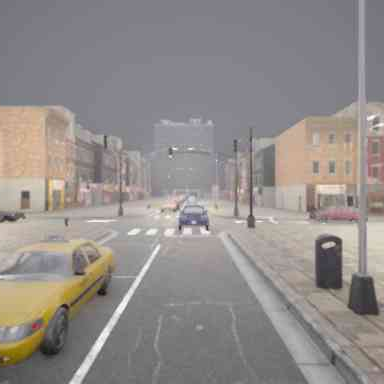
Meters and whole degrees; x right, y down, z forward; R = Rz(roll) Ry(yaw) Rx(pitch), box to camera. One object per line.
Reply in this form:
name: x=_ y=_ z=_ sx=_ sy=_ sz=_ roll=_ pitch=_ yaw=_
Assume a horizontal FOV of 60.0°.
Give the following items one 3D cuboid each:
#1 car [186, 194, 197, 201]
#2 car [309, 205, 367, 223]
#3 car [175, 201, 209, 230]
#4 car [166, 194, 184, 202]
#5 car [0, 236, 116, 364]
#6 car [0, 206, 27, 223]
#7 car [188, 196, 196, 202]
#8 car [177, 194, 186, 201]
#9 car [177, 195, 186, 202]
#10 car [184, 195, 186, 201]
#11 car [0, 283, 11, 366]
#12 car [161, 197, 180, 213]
car: x=0.009 y=1.655 z=68.919 sx=1.812 sy=1.442 sz=4.674 roll=0 pitch=0 yaw=0
car: x=11.577 y=1.734 z=26.476 sx=4.181 sy=1.385 sz=1.994 roll=1 pitch=0 yaw=1
car: x=0.104 y=1.547 z=21.125 sx=1.812 sy=1.442 sz=4.674 roll=0 pitch=0 yaw=0
car: x=-2.628 y=1.375 z=43.687 sx=2.192 sy=1.841 sz=5.009 roll=0 pitch=0 yaw=0
car: x=-2.632 y=1.529 z=6.116 sx=1.752 sy=1.417 sz=4.829 roll=0 pitch=0 yaw=0
car: x=-14.649 y=1.466 z=23.408 sx=5.357 sy=1.411 sz=2.033 roll=0 pitch=0 yaw=2
car: x=0.011 y=1.662 z=79.165 sx=1.837 sy=1.490 sz=4.892 roll=0 pitch=0 yaw=0
car: x=-2.622 y=1.500 z=87.241 sx=2.192 sy=1.841 sz=5.009 roll=0 pitch=0 yaw=0
car: x=-2.624 y=1.610 z=81.796 sx=1.967 sy=1.590 sz=4.097 roll=0 pitch=0 yaw=0
car: x=-2.626 y=1.644 z=65.293 sx=1.752 sy=1.417 sz=4.829 roll=0 pitch=0 yaw=0
car: x=-2.633 y=1.545 z=0.792 sx=1.887 sy=1.381 sz=4.507 roll=0 pitch=0 yaw=0
car: x=-2.629 y=1.573 z=38.074 sx=1.752 sy=1.417 sz=4.829 roll=0 pitch=0 yaw=0
